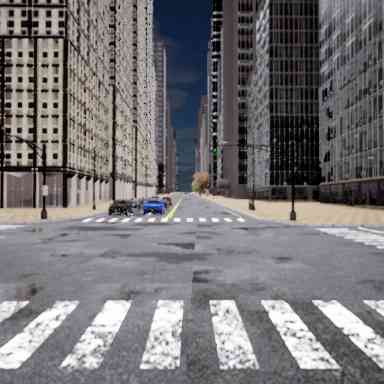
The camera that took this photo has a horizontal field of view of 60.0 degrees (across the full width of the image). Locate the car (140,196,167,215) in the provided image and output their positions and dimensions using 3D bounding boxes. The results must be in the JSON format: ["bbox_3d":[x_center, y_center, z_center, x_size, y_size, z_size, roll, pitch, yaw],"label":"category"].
[{"bbox_3d":[-3.887,1.479,34.414,1.882,1.535,5.008,0,0,-2],"label":"car"}]

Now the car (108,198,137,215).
[{"bbox_3d":[-7.115,1.506,33.498,1.837,1.490,4.892,0,0,-1],"label":"car"}]

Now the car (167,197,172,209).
[{"bbox_3d":[-4.044,1.601,44.182,1.895,1.301,4.718,0,0,-1],"label":"car"}]

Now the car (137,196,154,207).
[{"bbox_3d":[-7.453,1.488,53.609,2.128,1.511,4.902,0,0,-1],"label":"car"}]

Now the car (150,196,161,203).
[{"bbox_3d":[-7.630,1.536,69.149,1.812,1.442,4.674,0,0,-1],"label":"car"}]

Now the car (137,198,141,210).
[{"bbox_3d":[-7.270,1.491,42.645,2.128,1.511,4.902,0,0,-1],"label":"car"}]
